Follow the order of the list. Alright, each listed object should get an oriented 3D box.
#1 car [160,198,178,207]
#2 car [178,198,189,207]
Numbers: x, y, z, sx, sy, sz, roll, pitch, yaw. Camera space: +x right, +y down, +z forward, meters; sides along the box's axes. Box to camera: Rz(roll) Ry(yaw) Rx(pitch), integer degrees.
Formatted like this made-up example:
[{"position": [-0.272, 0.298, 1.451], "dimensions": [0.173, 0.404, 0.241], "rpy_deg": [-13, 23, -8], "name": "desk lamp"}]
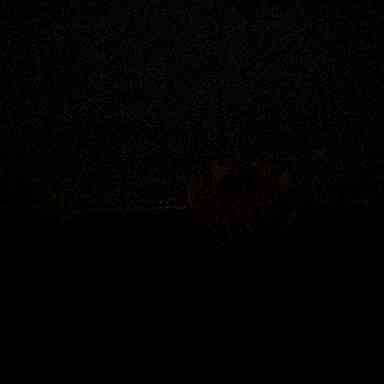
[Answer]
[{"position": [-3.952, 1.888, 62.413], "dimensions": [2.097, 1.767, 4.553], "rpy_deg": [-1, -1, 36], "name": "car"}, {"position": [0.066, 2.007, 61.855], "dimensions": [1.837, 1.490, 4.892], "rpy_deg": [-1, -1, 36], "name": "car"}]
